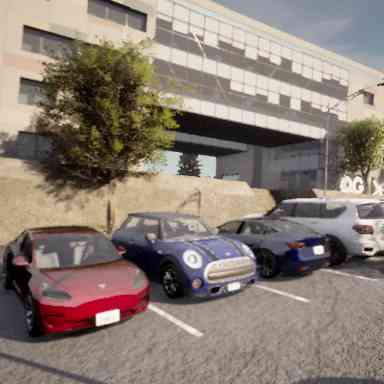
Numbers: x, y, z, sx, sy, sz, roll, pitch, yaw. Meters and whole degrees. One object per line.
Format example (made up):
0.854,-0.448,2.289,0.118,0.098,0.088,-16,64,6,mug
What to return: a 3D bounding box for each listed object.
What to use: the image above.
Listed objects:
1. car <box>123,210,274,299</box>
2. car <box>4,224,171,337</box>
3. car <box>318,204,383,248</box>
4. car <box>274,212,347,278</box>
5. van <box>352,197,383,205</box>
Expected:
-0.427,1.356,8.700,2.185,1.767,4.553,0,0,-35,car
-2.668,1.510,7.026,2.163,1.488,4.792,0,0,-35,car
8.671,1.515,15.184,2.163,1.488,4.792,0,0,-35,car
1.848,1.512,10.320,2.163,1.488,4.792,0,0,-35,car
10.896,1.261,16.879,1.878,1.987,4.442,0,0,-35,van
